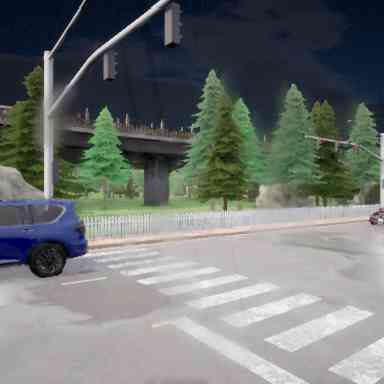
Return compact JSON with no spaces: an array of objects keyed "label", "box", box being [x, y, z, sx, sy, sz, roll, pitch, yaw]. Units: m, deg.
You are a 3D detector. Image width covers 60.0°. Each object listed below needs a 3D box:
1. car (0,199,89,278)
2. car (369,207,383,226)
[{"label":"car","box":[-5.572,1.221,8.619,5.566,2.045,2.150,0,0,-35]},{"label":"car","box":[13.861,1.530,22.437,4.674,1.442,1.812,0,0,-35]}]
